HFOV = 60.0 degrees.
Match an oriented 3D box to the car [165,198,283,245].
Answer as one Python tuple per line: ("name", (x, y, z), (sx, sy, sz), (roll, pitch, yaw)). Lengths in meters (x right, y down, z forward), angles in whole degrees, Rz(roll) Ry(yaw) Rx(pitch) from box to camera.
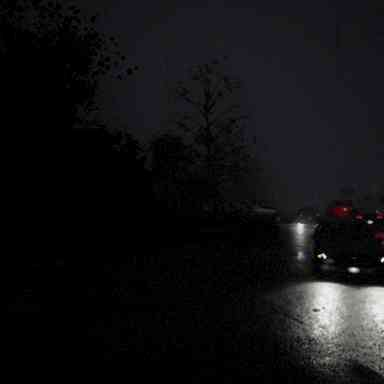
("car", (1.453, 1.356, 16.379), (5.566, 2.045, 2.435), (0, -1, 15))

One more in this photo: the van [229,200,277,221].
("van", (5.955, 1.754, 32.390), (4.442, 1.987, 1.878), (0, -2, 15))

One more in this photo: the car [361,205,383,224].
("car", (17.669, 1.954, 28.466), (5.366, 1.575, 1.946), (0, -2, 15))

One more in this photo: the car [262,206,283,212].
("car", (19.852, 4.211, 82.001), (4.892, 1.521, 2.231), (0, -3, 16))

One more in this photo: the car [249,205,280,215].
("car", (11.417, 2.834, 52.429), (4.674, 1.452, 2.002), (0, -3, 16))

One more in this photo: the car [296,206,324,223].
("car", (10.541, 2.017, 30.307), (1.812, 1.442, 4.674), (0, -2, 15))

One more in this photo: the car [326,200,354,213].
("car", (14.828, 1.818, 33.238), (2.150, 2.045, 5.566), (0, -2, 15))

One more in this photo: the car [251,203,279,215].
("car", (12.221, 2.813, 55.501), (4.553, 1.767, 2.185), (0, -3, 16))

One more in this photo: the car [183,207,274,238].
("car", (2.131, 1.651, 18.956), (4.892, 1.521, 2.231), (0, -1, 15))

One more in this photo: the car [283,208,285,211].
("car", (18.948, 4.099, 78.854), (4.674, 1.452, 2.002), (0, -3, 16))

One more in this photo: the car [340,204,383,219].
("car", (12.197, 1.846, 23.833), (1.812, 1.442, 4.674), (0, -2, 16))

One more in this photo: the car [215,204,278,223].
("car", (4.917, 1.896, 29.773), (5.366, 1.575, 1.946), (0, -2, 16))

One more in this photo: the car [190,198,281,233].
("car", (2.887, 1.447, 21.649), (5.566, 2.045, 2.435), (0, -1, 15))

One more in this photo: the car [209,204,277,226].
("car", (4.206, 1.826, 27.209), (5.366, 1.575, 1.946), (0, -1, 15))

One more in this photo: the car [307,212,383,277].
("car", (4.935, 1.611, 10.904), (2.033, 1.411, 5.357), (0, -1, 19))

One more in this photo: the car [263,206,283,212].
("car", (20.742, 4.360, 85.147), (5.008, 1.535, 2.097), (0, -3, 16))
